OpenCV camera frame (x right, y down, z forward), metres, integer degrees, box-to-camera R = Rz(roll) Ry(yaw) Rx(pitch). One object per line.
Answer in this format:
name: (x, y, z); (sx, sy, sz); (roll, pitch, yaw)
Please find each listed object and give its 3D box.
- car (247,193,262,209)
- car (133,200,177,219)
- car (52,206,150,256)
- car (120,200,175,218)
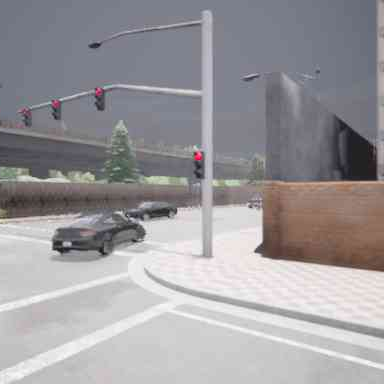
car: (9.287, 1.196, 44.095); (2.150, 2.045, 5.566); (0, 0, 36)
car: (-3.239, 1.453, 26.662); (1.882, 1.535, 5.008); (0, 0, 36)
car: (-3.467, 1.498, 12.972); (1.812, 1.442, 4.674); (-1, 0, 14)
car: (-4.107, 1.528, 31.457); (2.033, 1.411, 5.357); (0, 0, 36)
